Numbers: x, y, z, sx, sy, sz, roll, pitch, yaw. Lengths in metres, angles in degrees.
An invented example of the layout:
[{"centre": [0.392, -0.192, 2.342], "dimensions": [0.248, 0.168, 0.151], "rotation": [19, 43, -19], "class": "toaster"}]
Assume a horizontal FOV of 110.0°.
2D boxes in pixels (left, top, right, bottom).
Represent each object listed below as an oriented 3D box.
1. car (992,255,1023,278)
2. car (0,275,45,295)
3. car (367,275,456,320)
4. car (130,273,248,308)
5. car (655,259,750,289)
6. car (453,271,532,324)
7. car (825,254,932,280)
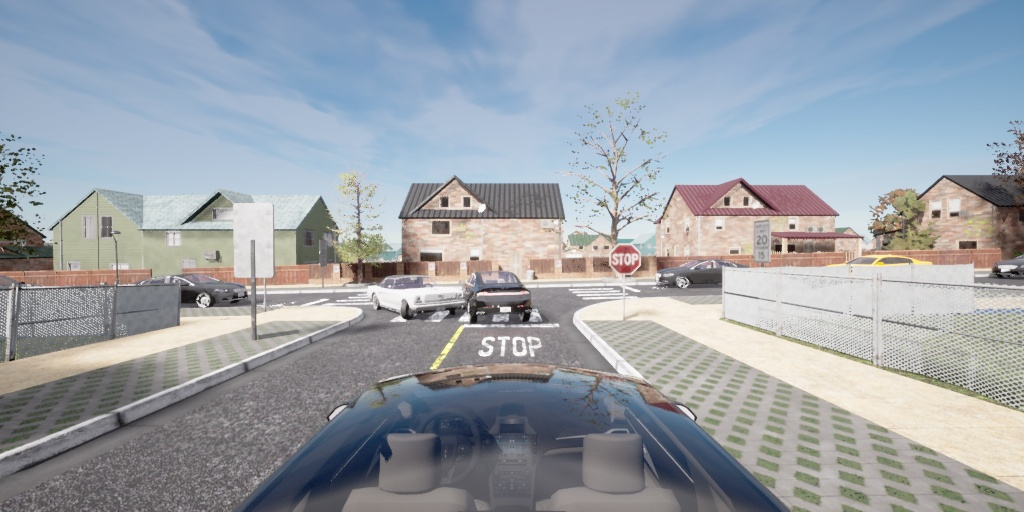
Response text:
[{"centre": [29.392, 0.477, 19.571], "dimensions": [4.902, 1.511, 2.128], "rotation": [-1, 1, 0], "class": "car"}, {"centre": [-24.234, 1.648, 16.425], "dimensions": [4.553, 1.767, 2.097], "rotation": [-1, 1, 0], "class": "car"}, {"centre": [-3.598, 1.367, 12.962], "dimensions": [1.895, 1.301, 4.718], "rotation": [0, 0, -38], "class": "car"}, {"centre": [-14.897, 1.566, 16.462], "dimensions": [4.902, 1.511, 2.128], "rotation": [-1, 1, 0], "class": "car"}, {"centre": [10.337, 0.925, 19.505], "dimensions": [4.902, 1.511, 2.128], "rotation": [-1, 1, 0], "class": "car"}, {"centre": [-0.681, 1.242, 12.101], "dimensions": [2.128, 1.511, 4.902], "rotation": [0, 0, -12], "class": "car"}, {"centre": [19.768, 0.690, 19.538], "dimensions": [5.008, 1.535, 1.882], "rotation": [-1, 1, -1], "class": "car"}]
